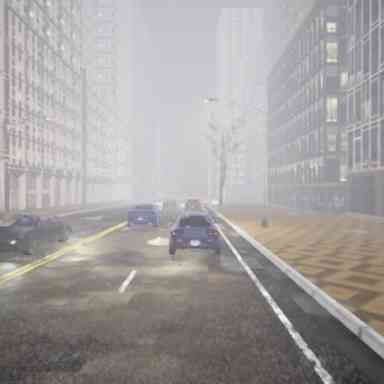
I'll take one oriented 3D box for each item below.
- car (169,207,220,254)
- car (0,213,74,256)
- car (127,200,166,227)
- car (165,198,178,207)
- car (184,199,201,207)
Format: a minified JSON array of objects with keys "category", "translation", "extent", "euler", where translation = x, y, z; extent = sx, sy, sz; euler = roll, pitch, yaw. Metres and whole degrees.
[{"category":"car","translation":[0.099,1.535,13.398],"extent":[1.812,1.442,4.674],"euler":[0,0,0]},{"category":"car","translation":[-6.537,1.557,13.464],"extent":[2.033,1.411,5.357],"euler":[0,0,1]},{"category":"car","translation":[-3.152,1.497,22.861],"extent":[1.882,1.535,5.008],"euler":[0,0,0]},{"category":"car","translation":[-3.155,1.556,48.219],"extent":[2.128,1.511,4.902],"euler":[0,0,0]},{"category":"car","translation":[0.096,1.526,40.226],"extent":[1.882,1.535,5.008],"euler":[0,0,0]}]
